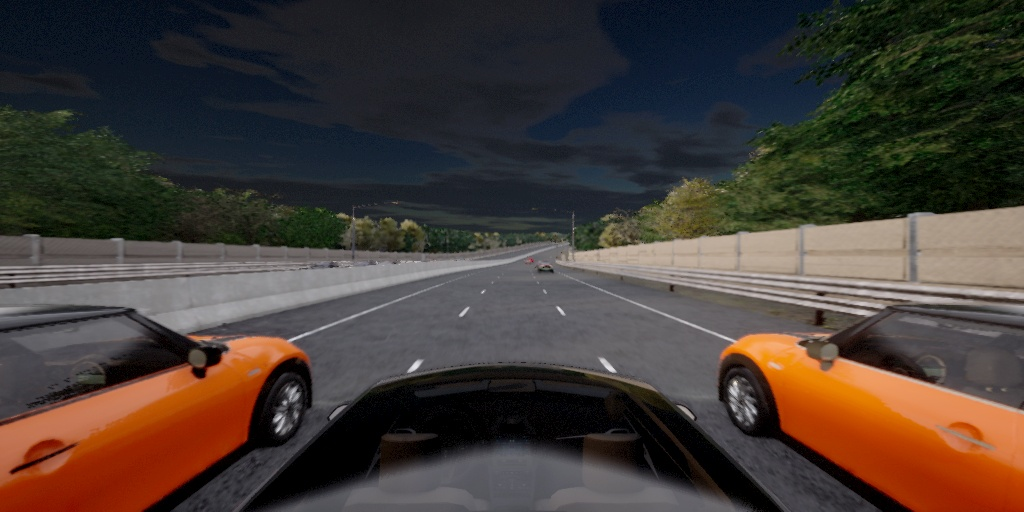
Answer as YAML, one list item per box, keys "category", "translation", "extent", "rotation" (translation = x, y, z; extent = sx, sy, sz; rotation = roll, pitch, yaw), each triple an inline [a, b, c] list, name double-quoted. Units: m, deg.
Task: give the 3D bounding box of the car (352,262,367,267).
- category: "car"
  translation: [-16.923, 1.352, 41.637]
  extent: [2.033, 1.411, 5.357]
  rotation: [0, 0, 2]

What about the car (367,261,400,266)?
- category: "car"
  translation: [-13.513, 1.281, 39.150]
  extent: [1.882, 1.535, 5.008]
  rotation: [0, 0, 2]

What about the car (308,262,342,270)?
- category: "car"
  translation: [-20.500, 1.346, 39.450]
  extent: [1.994, 1.385, 4.181]
  rotation: [0, 0, 2]

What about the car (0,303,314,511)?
- category: "car"
  translation: [-3.391, 1.096, 2.391]
  extent: [2.097, 1.767, 4.553]
  rotation: [0, 0, 0]

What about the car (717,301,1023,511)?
- category: "car"
  translation: [3.609, 1.112, 2.624]
  extent: [2.097, 1.767, 4.553]
  rotation: [0, 0, 0]

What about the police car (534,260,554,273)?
- category: "police car"
  translation: [4.307, 1.419, 46.562]
  extent: [2.038, 1.542, 4.974]
  rotation: [0, 0, 2]
